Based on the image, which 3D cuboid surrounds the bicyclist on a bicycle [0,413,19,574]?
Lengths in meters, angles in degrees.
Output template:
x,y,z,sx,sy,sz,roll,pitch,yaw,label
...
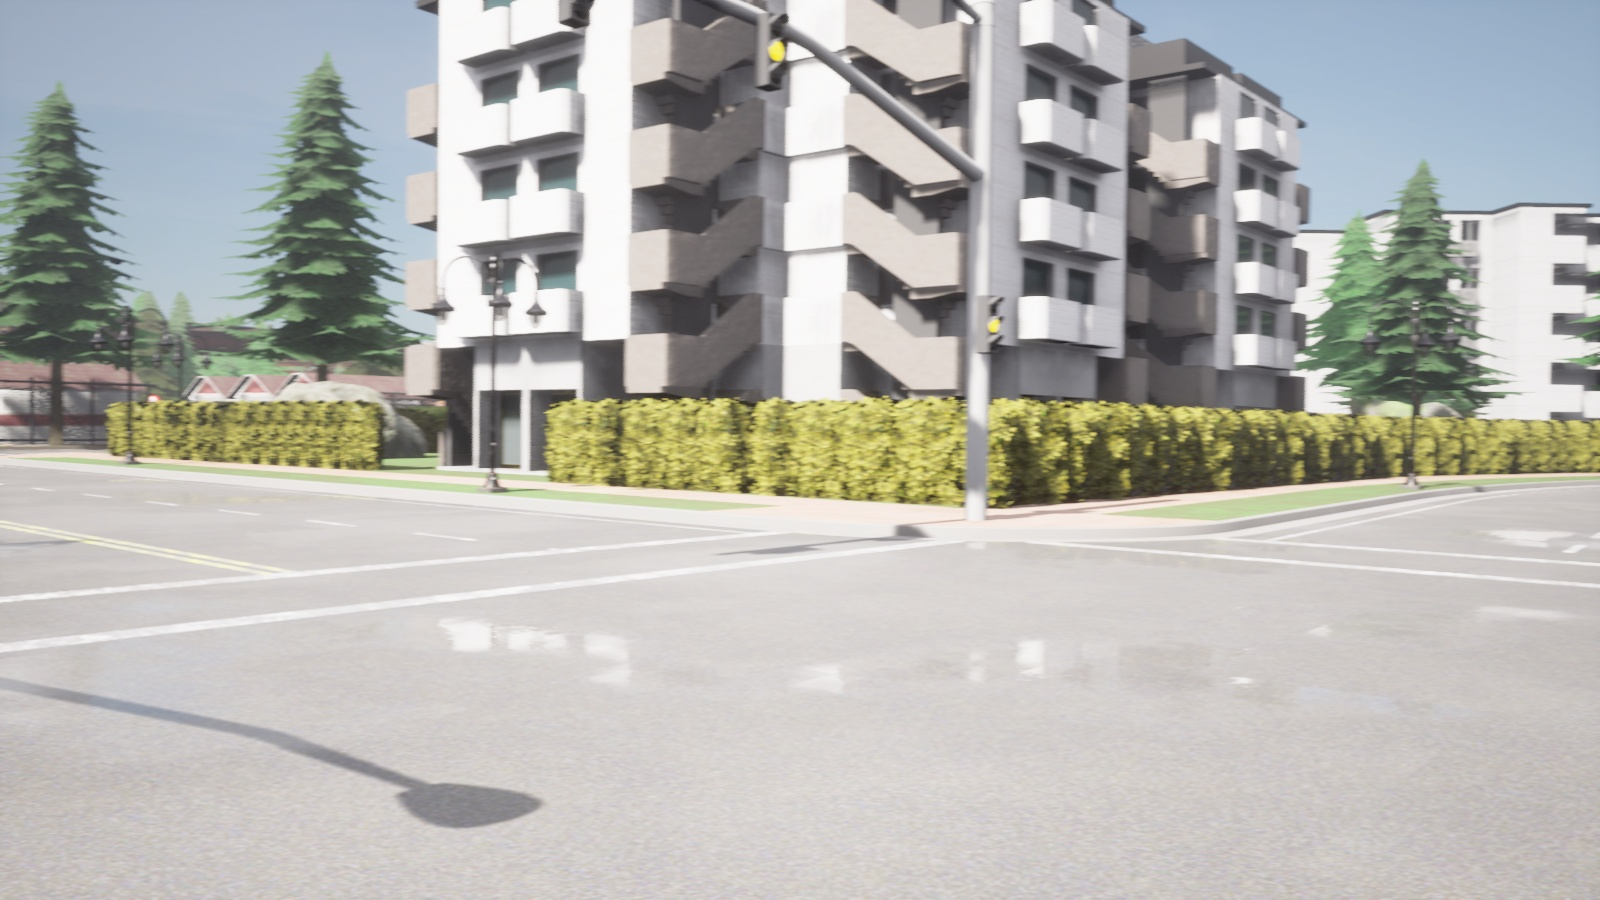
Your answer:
x,y,z,sx,sy,sz,roll,pitch,yaw,label
-9.621,0.483,14.337,1.843,1.776,0.659,0,1,41,bicyclist on a bicycle
